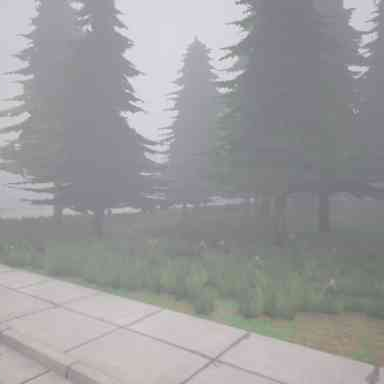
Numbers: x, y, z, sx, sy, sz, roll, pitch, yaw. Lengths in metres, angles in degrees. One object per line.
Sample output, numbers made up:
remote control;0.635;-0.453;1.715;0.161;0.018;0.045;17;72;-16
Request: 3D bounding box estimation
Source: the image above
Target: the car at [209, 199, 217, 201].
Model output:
car;2.272;1.331;55.847;2.128;1.511;4.902;0;0;37
